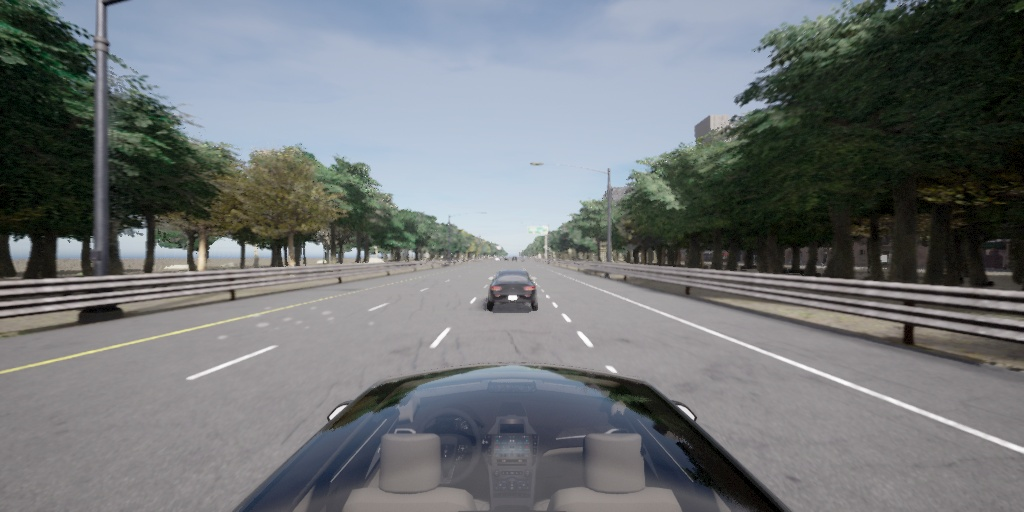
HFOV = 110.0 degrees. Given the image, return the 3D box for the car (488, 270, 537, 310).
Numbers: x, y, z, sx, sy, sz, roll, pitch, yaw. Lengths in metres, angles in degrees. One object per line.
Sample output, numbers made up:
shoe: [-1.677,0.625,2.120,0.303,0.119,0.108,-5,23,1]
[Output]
car: [0.021,1.272,14.672,1.812,1.442,4.674,0,0,0]
